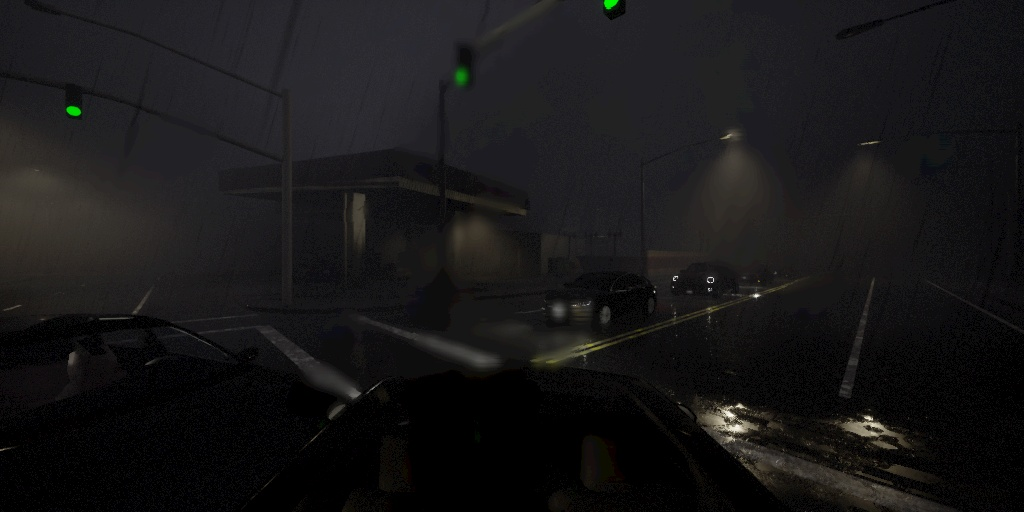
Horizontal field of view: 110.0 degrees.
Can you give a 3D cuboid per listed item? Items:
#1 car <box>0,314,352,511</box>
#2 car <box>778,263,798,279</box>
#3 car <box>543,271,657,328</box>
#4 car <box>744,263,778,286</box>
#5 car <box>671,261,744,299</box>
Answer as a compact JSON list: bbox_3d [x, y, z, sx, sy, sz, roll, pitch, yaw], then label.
[{"bbox_3d":[-3.393,1.242,2.634,4.902,1.511,2.128,0,0,15],"label":"car"},{"bbox_3d":[24.129,1.314,32.166,4.181,1.385,1.994,0,0,-44],"label":"car"},{"bbox_3d":[3.006,1.255,11.584,4.892,1.490,1.837,0,0,-45],"label":"car"},{"bbox_3d":[16.919,1.314,25.190,1.994,1.385,4.181,0,0,45],"label":"car"},{"bbox_3d":[9.918,1.102,18.355,4.553,1.767,2.097,0,0,-44],"label":"car"}]
